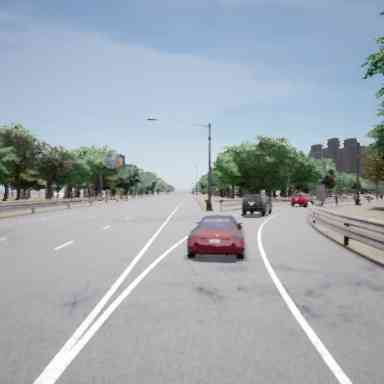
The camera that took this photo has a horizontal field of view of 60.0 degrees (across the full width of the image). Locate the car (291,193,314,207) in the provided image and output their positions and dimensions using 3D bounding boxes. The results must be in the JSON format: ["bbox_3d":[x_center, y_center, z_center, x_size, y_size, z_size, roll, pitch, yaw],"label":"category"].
[{"bbox_3d":[17.184,1.233,51.541,2.150,2.045,5.566,0,0,37],"label":"car"}]

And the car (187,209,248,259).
[{"bbox_3d":[1.031,1.567,12.817,1.994,1.385,4.181,0,0,8],"label":"car"}]

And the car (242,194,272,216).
[{"bbox_3d":[6.439,1.226,32.657,2.150,2.045,5.566,0,0,23],"label":"car"}]
